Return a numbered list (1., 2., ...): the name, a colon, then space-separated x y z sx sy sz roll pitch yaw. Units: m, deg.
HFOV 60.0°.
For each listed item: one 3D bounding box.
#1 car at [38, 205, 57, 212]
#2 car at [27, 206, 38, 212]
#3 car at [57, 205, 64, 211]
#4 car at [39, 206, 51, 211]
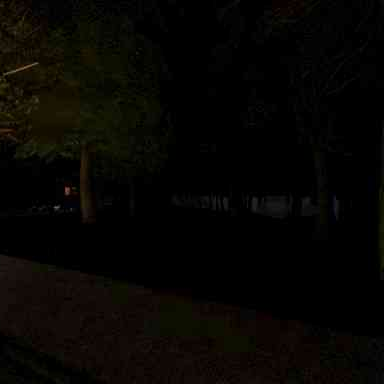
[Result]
1. car: -33.409 3.886 77.215 1.837 1.490 4.892 0 -2 -9
2. car: -36.677 3.912 77.058 1.837 1.490 4.892 0 -2 -9
3. car: -35.123 4.238 87.498 2.128 1.511 4.902 0 -2 -9
4. car: -38.328 4.275 86.963 1.994 1.385 4.181 0 -2 -9
